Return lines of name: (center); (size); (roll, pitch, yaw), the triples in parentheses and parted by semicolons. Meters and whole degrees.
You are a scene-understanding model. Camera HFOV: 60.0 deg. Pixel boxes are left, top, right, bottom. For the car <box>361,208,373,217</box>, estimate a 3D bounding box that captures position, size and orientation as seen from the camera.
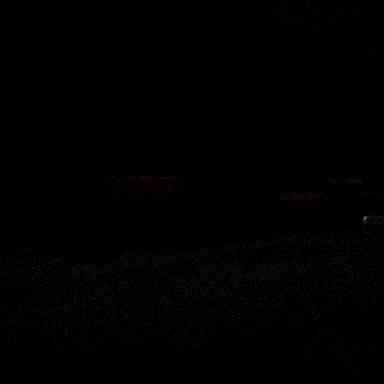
car: (18.289, 2.112, 38.441); (1.812, 1.442, 4.674); (-1, -1, -36)
